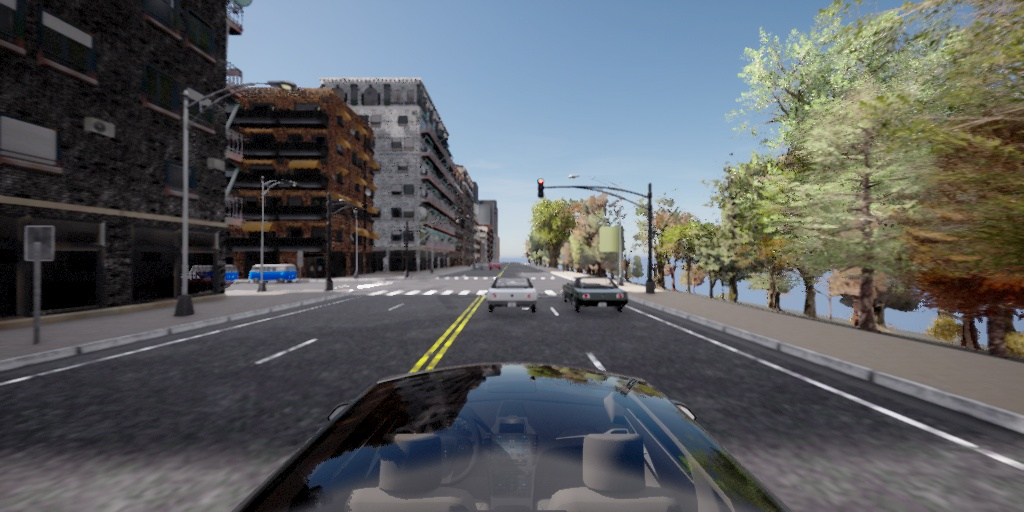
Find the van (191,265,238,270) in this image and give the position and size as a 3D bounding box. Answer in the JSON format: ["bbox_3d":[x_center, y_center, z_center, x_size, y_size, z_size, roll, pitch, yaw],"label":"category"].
[{"bbox_3d":[-28.323,1.768,34.037,3.998,1.789,1.690,0,0,-1],"label":"van"}]

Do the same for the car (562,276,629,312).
[{"bbox_3d":[3.269,1.493,15.092,1.895,1.301,4.718,0,-1,1],"label":"car"}]

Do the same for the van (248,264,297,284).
[{"bbox_3d":[-22.722,1.696,34.115,3.998,1.789,1.690,0,0,-1],"label":"van"}]

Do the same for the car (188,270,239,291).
[{"bbox_3d":[-22.634,1.879,25.769,4.207,1.307,1.802,0,0,-1],"label":"car"}]

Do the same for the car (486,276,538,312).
[{"bbox_3d":[0.019,1.493,15.090,1.895,1.301,4.718,0,-1,0],"label":"car"}]
